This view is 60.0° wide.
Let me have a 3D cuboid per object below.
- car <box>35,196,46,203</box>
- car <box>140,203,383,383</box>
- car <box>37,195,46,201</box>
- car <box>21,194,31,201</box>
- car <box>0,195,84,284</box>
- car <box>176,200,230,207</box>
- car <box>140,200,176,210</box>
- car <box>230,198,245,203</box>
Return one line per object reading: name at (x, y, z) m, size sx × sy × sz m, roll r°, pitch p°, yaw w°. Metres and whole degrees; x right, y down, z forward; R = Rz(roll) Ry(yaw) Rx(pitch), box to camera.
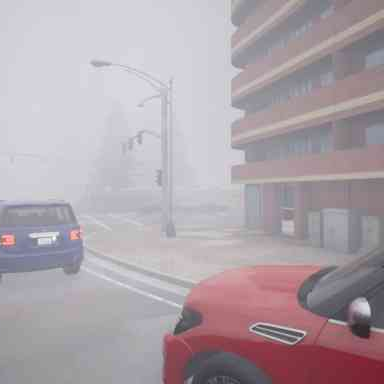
car at (-33.219, 1.540, 73.066) m, size 2.033 × 1.411 × 5.357 m, roll 0°, pitch 0°, yaw -23°
car at (2.348, 1.221, 2.453) m, size 5.566 × 2.045 × 2.150 m, roll 0°, pitch 0°, yaw 36°
car at (-37.240, 1.478, 82.542) m, size 1.882 × 1.535 × 5.008 m, roll 0°, pitch 0°, yaw -23°
car at (-40.415, 1.355, 81.065) m, size 2.097 × 1.767 × 4.553 m, roll 0°, pitch 0°, yaw -23°
car at (-4.951, 1.221, 9.811) m, size 2.150 × 2.045 × 5.566 m, roll 0°, pitch 0°, yaw -36°
car at (1.116, 1.656, 34.250) m, size 4.718 × 1.301 × 1.895 m, roll 0°, pitch 0°, yaw -23°
car at (-3.340, 1.581, 36.167) m, size 4.674 × 1.442 × 1.812 m, roll 0°, pitch 0°, yaw -22°
car at (5.187, 1.533, 39.732) m, size 5.008 × 1.535 × 1.882 m, roll 0°, pitch 0°, yaw -23°
